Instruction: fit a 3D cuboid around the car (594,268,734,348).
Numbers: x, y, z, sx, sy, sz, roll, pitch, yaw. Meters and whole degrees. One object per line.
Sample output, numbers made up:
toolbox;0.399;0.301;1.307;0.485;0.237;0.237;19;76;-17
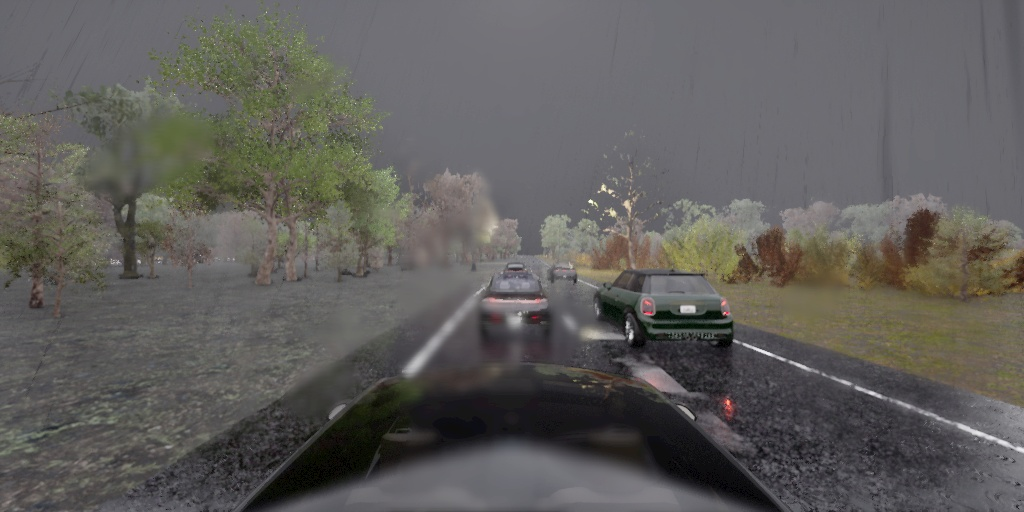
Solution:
car;3.595;1.100;9.393;2.097;1.767;4.553;0;0;1

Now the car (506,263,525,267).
car;0.295;1.249;27.641;1.837;1.490;4.892;0;0;1

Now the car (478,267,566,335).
car;0.097;1.239;10.428;2.128;1.511;4.902;0;0;0

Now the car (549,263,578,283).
car;3.790;1.235;27.370;2.128;1.511;4.902;0;0;1
